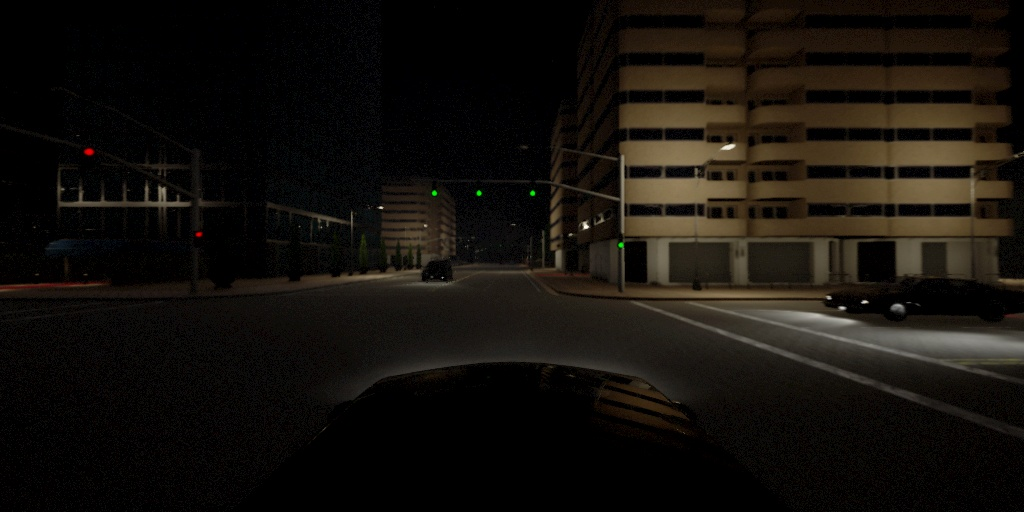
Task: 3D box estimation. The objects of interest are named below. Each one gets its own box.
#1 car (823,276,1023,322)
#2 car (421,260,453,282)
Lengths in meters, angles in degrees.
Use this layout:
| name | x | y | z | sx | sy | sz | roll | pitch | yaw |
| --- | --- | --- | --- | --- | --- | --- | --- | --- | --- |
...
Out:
| name | x | y | z | sx | sy | sz | roll | pitch | yaw |
| --- | --- | --- | --- | --- | --- | --- | --- | --- | --- |
| car | 14.107 | 1.416 | 12.358 | 5.357 | 1.411 | 2.033 | 0 | -1 | 2 |
| car | -6.992 | 1.444 | 34.064 | 2.150 | 2.045 | 5.566 | 0 | 1 | 0 |
